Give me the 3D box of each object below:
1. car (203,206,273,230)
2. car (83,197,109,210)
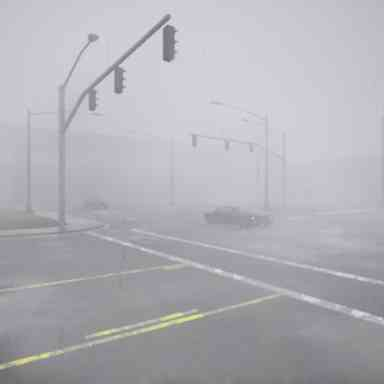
[{"bbox_3d":[2.831,1.588,21.064,1.895,1.301,4.718,0,0,-35],"label":"car"},{"bbox_3d":[-12.161,1.591,42.048,1.895,1.301,4.718,0,0,-37],"label":"car"}]
